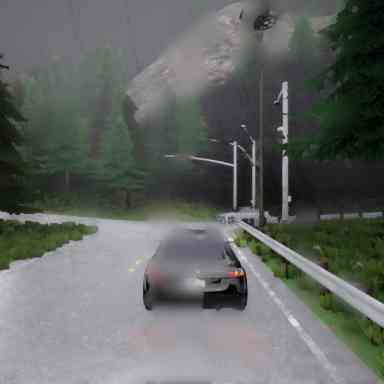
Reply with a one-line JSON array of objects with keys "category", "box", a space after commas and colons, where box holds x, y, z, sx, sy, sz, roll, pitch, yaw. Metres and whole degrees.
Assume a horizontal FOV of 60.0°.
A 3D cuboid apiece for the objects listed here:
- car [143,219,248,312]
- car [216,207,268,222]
[{"category": "car", "box": [0.075, 1.564, 7.782, 1.994, 1.385, 4.181, 0, 0, 1]}, {"category": "car", "box": [4.359, 2.031, 28.295, 4.674, 1.442, 1.812, 1, -4, -19]}]
